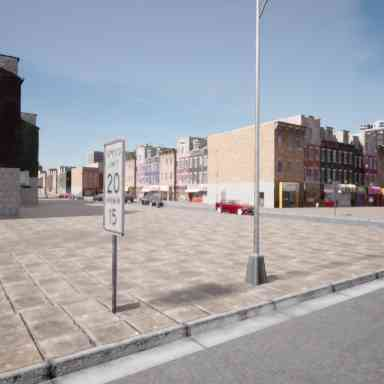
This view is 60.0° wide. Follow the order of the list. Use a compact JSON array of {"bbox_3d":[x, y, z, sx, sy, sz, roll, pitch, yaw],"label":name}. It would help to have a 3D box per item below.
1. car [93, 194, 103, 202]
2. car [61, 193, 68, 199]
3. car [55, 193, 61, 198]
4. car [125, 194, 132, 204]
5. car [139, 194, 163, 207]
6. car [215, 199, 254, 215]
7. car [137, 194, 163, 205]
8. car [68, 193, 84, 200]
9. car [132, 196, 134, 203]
[{"bbox_3d":[-16.012,1.041,58.673,1.812,1.442,4.674,1,0,-35],"label":"car"},{"bbox_3d":[-27.670,0.925,75.839,1.887,1.381,4.507,1,0,-35],"label":"car"},{"bbox_3d":[-30.842,0.893,80.326,1.887,1.381,4.507,1,0,-35],"label":"car"},{"bbox_3d":[-11.963,1.047,52.962,1.882,1.535,5.008,1,0,-35],"label":"car"},{"bbox_3d":[-5.469,1.230,44.439,1.947,1.339,4.313,1,0,-35],"label":"car"},{"bbox_3d":[4.046,1.368,30.982,1.887,1.381,4.507,1,0,-35],"label":"car"},{"bbox_3d":[-6.366,1.149,50.356,1.837,1.490,4.892,1,0,-35],"label":"car"},{"bbox_3d":[-24.499,0.966,71.353,2.008,1.369,4.403,1,0,-35],"label":"car"},{"bbox_3d":[-11.772,1.074,57.912,1.837,1.490,4.892,1,0,-35],"label":"car"}]
